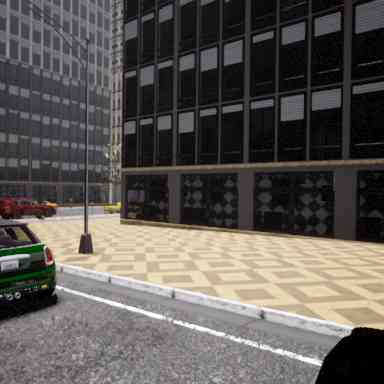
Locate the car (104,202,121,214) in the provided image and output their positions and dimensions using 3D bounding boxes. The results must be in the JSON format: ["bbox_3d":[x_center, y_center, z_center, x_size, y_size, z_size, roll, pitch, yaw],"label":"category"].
[{"bbox_3d":[-8.150,1.826,39.372,1.752,1.417,4.829,1,0,37],"label":"car"}]

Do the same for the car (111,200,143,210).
[{"bbox_3d":[-9.245,1.823,47.598,1.994,1.385,4.181,1,0,37],"label":"car"}]

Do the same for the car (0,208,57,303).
[{"bbox_3d":[-5.033,1.347,7.283,4.553,1.767,2.097,0,0,36],"label":"car"}]

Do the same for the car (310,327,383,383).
[{"bbox_3d":[2.966,1.601,1.565,4.718,1.301,1.895,0,0,36],"label":"car"}]

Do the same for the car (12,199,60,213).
[{"bbox_3d":[-18.444,1.638,39.553,1.752,1.417,4.829,1,0,37],"label":"car"}]

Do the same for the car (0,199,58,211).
[{"bbox_3d":[-14.963,1.515,30.172,2.192,1.841,5.009,1,0,37],"label":"car"}]
